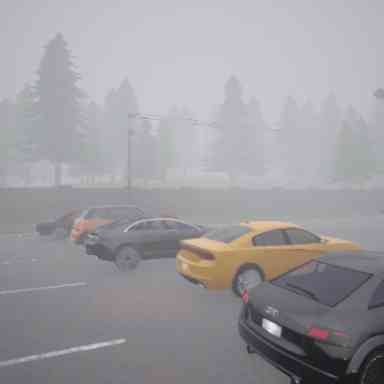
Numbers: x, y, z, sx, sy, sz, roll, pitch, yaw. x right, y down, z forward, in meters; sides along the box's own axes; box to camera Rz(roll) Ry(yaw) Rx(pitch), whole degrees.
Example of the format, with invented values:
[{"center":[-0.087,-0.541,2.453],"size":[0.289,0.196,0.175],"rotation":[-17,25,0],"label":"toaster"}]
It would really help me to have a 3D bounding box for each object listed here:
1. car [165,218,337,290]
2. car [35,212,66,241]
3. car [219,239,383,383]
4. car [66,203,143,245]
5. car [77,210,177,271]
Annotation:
[{"center":[2.072,1.470,8.333],"size":[5.008,1.535,1.882],"rotation":[0,0,-26],"label":"car"},{"center":[-5.165,1.579,16.512],"size":[4.718,1.301,1.895],"rotation":[0,0,-26],"label":"car"},{"center":[2.740,1.561,4.773],"size":[4.181,1.385,1.994],"rotation":[0,0,-26],"label":"car"},{"center":[-2.635,1.335,13.842],"size":[4.553,1.767,2.097],"rotation":[0,0,-26],"label":"car"},{"center":[-0.942,1.479,10.771],"size":[4.902,1.511,2.128],"rotation":[0,0,-26],"label":"car"}]
